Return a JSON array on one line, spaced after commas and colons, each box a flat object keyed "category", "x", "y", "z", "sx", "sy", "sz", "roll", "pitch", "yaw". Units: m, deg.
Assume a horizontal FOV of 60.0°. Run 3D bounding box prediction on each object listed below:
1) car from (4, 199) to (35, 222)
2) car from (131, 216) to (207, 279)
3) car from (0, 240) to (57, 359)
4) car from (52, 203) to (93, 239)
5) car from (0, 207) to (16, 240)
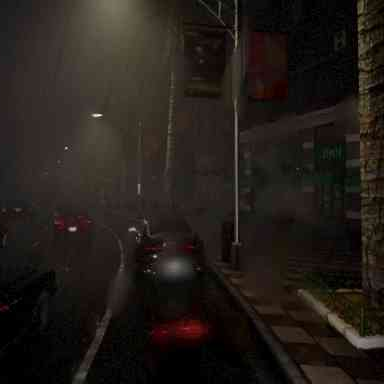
[{"category": "car", "x": -13.458, "y": 1.340, "z": 25.900, "sx": 2.097, "sy": 1.767, "sz": 4.553, "roll": 0, "pitch": 0, "yaw": -25}, {"category": "car", "x": -0.838, "y": 1.502, "z": 10.176, "sx": 1.837, "sy": 1.490, "sz": 4.892, "roll": 0, "pitch": 0, "yaw": -10}, {"category": "car", "x": -3.208, "y": 1.599, "z": 3.799, "sx": 1.895, "sy": 1.301, "sz": 4.718, "roll": 0, "pitch": 0, "yaw": -3}, {"category": "car", "x": -6.162, "y": 1.520, "z": 17.335, "sx": 1.812, "sy": 1.442, "sz": 4.674, "roll": 0, "pitch": 0, "yaw": -18}, {"category": "car", "x": -7.851, "y": 1.472, "z": 11.278, "sx": 1.882, "sy": 1.535, "sz": 5.008, "roll": 0, "pitch": 0, "yaw": -12}]
